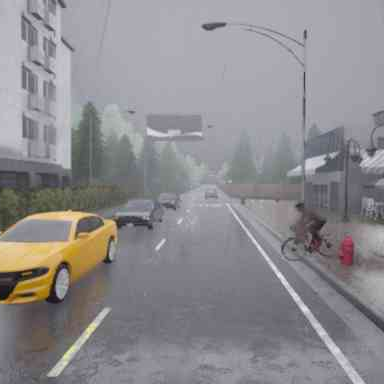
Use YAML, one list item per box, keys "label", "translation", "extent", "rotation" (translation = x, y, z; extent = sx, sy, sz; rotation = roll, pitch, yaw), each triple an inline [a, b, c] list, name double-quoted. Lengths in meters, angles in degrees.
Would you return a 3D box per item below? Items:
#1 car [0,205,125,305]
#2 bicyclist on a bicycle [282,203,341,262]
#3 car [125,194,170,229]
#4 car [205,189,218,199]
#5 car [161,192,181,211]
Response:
- label: "car"
  translation: [-3.230, 1.237, 7.853]
  extent: [1.882, 1.535, 5.008]
  rotation: [0, 2, 3]
- label: "bicyclist on a bicycle"
  translation: [3.283, 1.102, 9.308]
  extent: [1.656, 1.620, 0.582]
  rotation: [-7, 1, 3]
- label: "car"
  translation: [-2.653, 1.036, 17.721]
  extent: [2.033, 1.411, 5.357]
  rotation: [0, 2, 3]
- label: "car"
  translation: [2.881, 0.278, 49.395]
  extent: [2.033, 1.411, 5.357]
  rotation: [0, 3, 3]
- label: "car"
  translation: [-2.001, 0.746, 28.275]
  extent: [2.033, 1.411, 5.357]
  rotation: [0, 2, 3]
